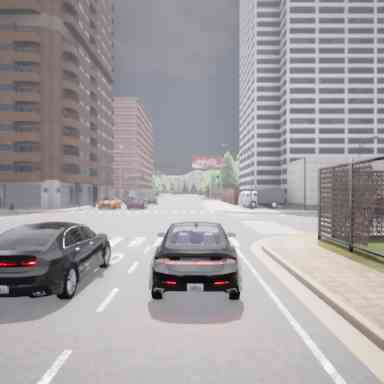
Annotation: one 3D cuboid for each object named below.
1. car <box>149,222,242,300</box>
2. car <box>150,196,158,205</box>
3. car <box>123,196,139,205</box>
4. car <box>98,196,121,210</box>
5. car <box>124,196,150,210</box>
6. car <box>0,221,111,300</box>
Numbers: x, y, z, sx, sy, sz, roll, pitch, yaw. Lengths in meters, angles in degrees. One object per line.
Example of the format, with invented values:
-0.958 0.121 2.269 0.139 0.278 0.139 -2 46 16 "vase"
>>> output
0.107 1.490 8.364 2.128 1.511 4.902 0 0 1 "car"
-7.039 1.497 58.413 1.837 1.490 4.892 0 0 0 "car"
-10.540 1.468 57.774 1.882 1.535 5.008 0 0 0 "car"
-10.571 1.346 42.904 2.097 1.767 4.553 0 0 0 "car"
-7.047 1.346 42.894 2.097 1.767 4.553 0 0 0 "car"
-3.419 1.503 8.387 1.837 1.490 4.892 0 0 0 "car"
